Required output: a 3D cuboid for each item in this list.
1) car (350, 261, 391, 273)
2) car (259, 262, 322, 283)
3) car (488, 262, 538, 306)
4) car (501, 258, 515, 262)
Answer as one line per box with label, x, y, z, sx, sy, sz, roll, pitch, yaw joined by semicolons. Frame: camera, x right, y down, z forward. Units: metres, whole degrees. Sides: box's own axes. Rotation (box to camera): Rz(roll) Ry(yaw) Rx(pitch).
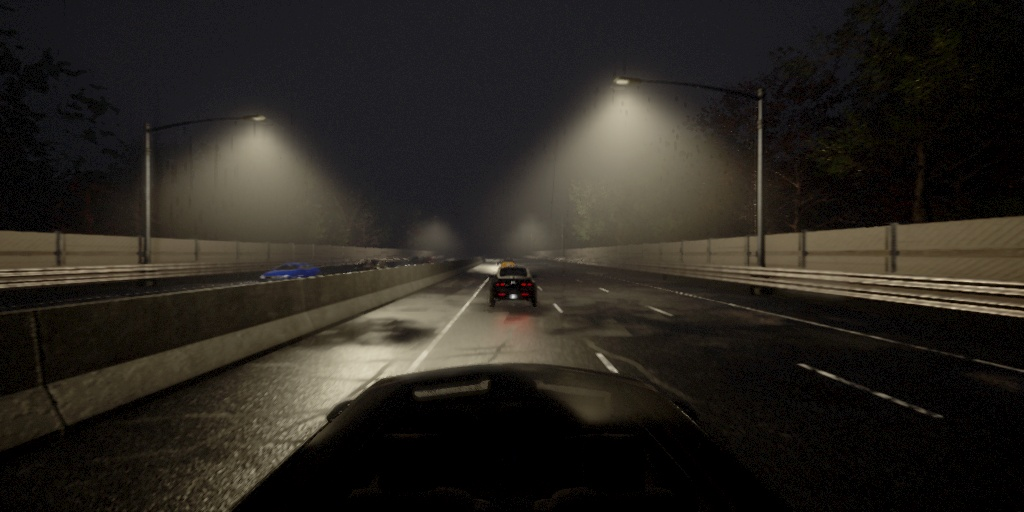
car;-10.786;1.135;27.625;1.837;1.490;4.892;0;0;-1
car;-14.229;1.178;23.397;1.812;1.442;4.674;0;0;-1
car;0.040;1.190;15.273;1.837;1.490;4.892;0;0;0
car;-0.483;0.992;46.382;1.801;1.575;5.366;0;0;-1
